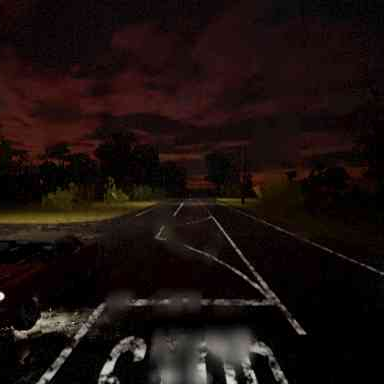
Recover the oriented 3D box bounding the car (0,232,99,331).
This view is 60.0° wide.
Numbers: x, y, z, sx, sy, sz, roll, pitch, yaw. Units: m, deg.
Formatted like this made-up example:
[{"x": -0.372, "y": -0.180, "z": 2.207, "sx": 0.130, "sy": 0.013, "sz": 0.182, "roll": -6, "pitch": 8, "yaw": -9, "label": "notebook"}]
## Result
[{"x": -3.509, "y": 1.597, "z": 6.987, "sx": 1.895, "sy": 1.301, "sz": 4.718, "roll": 0, "pitch": 0, "yaw": 0, "label": "car"}]
